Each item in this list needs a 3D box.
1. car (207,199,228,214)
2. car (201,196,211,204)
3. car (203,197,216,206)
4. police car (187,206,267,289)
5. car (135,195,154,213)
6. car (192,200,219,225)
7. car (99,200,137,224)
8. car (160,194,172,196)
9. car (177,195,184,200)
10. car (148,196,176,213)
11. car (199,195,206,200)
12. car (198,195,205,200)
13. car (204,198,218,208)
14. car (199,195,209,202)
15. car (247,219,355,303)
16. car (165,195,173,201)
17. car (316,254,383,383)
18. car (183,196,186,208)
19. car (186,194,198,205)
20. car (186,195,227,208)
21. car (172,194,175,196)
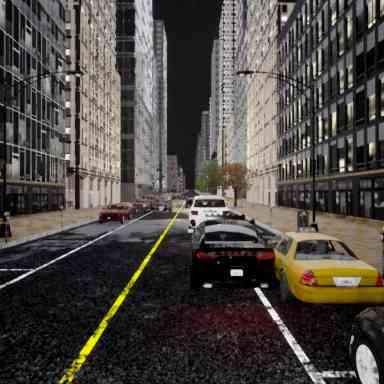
[{"bbox_3d":[2.715,1.540,36.310,1.947,1.339,4.313,0,0,0],"label":"car"},{"bbox_3d":[2.730,1.448,64.853,1.752,1.417,4.829,1,0,0],"label":"car"},{"bbox_3d":[2.724,1.529,53.333,1.802,1.307,4.206,1,0,0],"label":"car"},{"bbox_3d":[0.904,1.424,9.282,1.930,1.638,5.238,0,0,0],"label":"police car"},{"bbox_3d":[-5.665,1.415,36.327,1.967,1.590,4.097,0,0,0],"label":"car"},{"bbox_3d":[0.912,1.465,25.172,1.882,1.535,5.008,0,0,0],"label":"car"},{"bbox_3d":[-5.672,1.532,24.974,1.887,1.381,4.507,0,0,0],"label":"car"},{"bbox_3d":[-5.648,1.238,64.704,2.192,1.841,5.009,1,0,0],"label":"car"},{"bbox_3d":[-2.954,1.397,91.306,2.033,1.411,5.357,0,0,0],"label":"car"},{"bbox_3d":[-3.081,1.466,35.893,2.128,1.511,4.902,0,0,0],"label":"car"},{"bbox_3d":[2.742,1.406,87.383,1.887,1.381,4.507,1,0,0],"label":"car"},{"bbox_3d":[2.745,1.426,93.056,1.802,1.307,4.206,1,0,0],"label":"car"},{"bbox_3d":[2.720,1.540,47.659,1.802,1.307,4.206,1,0,0],"label":"car"},{"bbox_3d":[2.736,1.460,76.033,1.947,1.339,4.313,1,0,0],"label":"car"},{"bbox_3d":[2.700,1.524,8.105,1.752,1.417,4.829,0,0,0],"label":"car"},{"bbox_3d":[-5.641,1.404,81.561,1.752,1.417,4.829,1,0,0],"label":"car"},{"bbox_3d":[2.696,1.551,2.259,2.008,1.369,4.403,0,0,0],"label":"car"},{"bbox_3d":[0.036,1.465,46.038,1.837,1.490,4.892,0,0,0],"label":"car"},{"bbox_3d":[0.030,1.287,59.625,2.097,1.767,4.553,0,0,0],"label":"car"},{"bbox_3d":[0.910,1.218,19.202,2.150,2.045,5.566,0,0,0],"label":"car"},{"bbox_3d":[-5.644,1.334,76.055,1.967,1.590,4.097,1,0,0],"label":"car"}]
